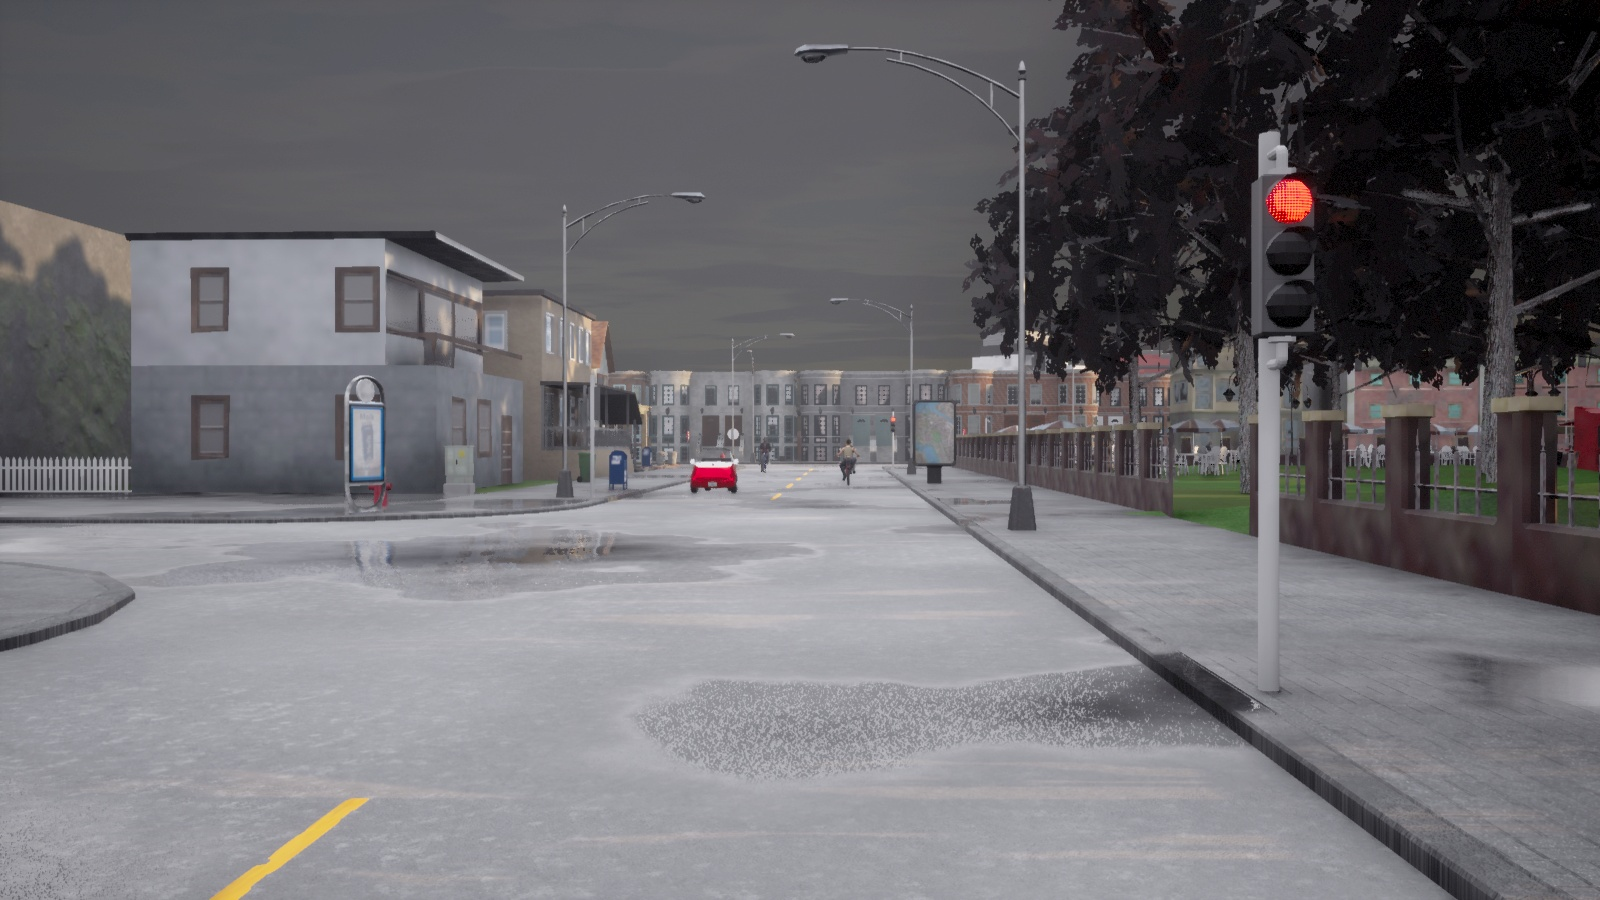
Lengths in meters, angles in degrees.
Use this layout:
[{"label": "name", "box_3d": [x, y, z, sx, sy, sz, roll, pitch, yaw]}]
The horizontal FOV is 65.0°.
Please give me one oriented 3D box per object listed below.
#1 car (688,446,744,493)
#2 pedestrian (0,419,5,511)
[{"label": "car", "box_3d": [-2.562, 0.583, 38.476, 1.481, 1.376, 2.207, 0, 1, 2]}, {"label": "pedestrian", "box_3d": [-16.400, 0.300, 25.318, 0.614, 1.847, 0.353, 0, 0, 23]}]
